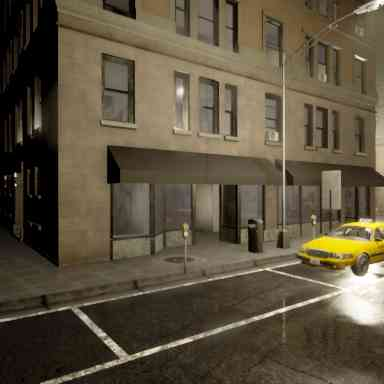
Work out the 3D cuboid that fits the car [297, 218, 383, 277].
[{"bbox_3d":[5.234,1.526,10.255,4.829,1.417,1.752,0,0,-35],"label":"car"}]
